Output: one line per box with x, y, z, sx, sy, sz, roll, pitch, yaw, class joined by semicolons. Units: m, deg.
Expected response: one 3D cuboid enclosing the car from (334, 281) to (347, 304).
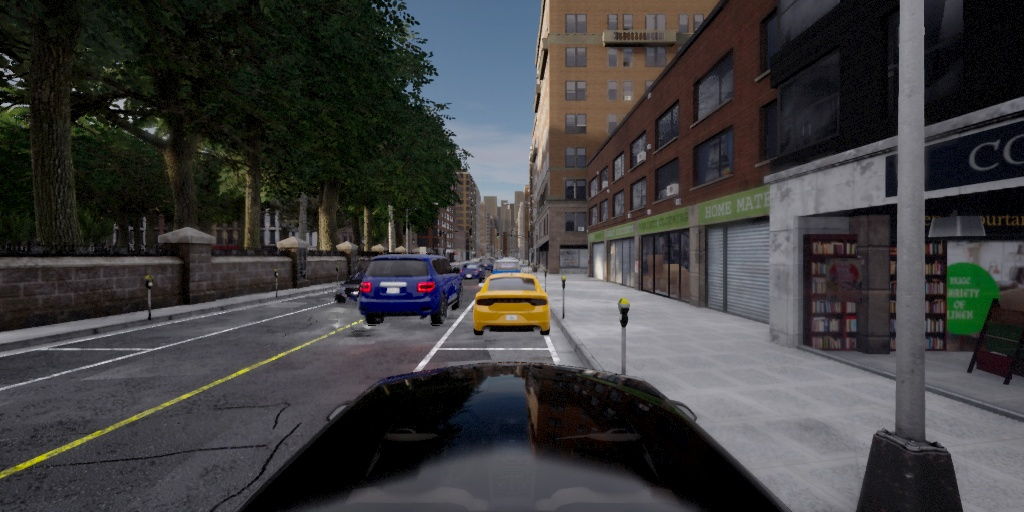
-6.245;1.309;16.230;1.994;1.385;4.181;0;0;0;car

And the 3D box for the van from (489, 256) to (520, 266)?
-0.289;1.083;21.849;1.690;1.789;3.998;0;0;0;van

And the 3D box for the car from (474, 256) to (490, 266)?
-3.046;1.072;43.090;2.097;1.767;4.553;0;0;0;car

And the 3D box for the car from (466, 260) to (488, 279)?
-3.146;1.262;28.526;1.812;1.442;4.674;0;0;0;car

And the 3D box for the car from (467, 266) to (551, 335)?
-0.005;1.225;10.500;1.882;1.535;5.008;0;0;0;car

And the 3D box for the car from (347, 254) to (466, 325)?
-3.051;0.970;11.875;2.150;2.045;5.566;0;0;0;car
